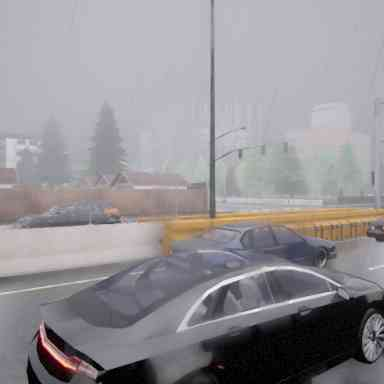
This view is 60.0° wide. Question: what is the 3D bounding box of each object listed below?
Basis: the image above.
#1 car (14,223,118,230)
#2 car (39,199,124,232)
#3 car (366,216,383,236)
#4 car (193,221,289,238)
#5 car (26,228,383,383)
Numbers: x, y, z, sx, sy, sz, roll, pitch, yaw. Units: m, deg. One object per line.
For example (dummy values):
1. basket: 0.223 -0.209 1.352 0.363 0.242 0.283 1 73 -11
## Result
1. car: -6.352 1.351 16.636 4.553 1.767 2.097 0 0 -35
2. car: -6.799 1.351 20.601 4.553 1.767 2.097 0 0 -35
3. car: 10.050 1.545 15.156 5.357 1.411 2.033 0 0 -35
4. car: 1.845 1.547 9.344 5.357 1.411 2.033 0 0 -35
5. car: 0.649 1.491 4.200 4.902 1.511 2.128 0 0 -35
